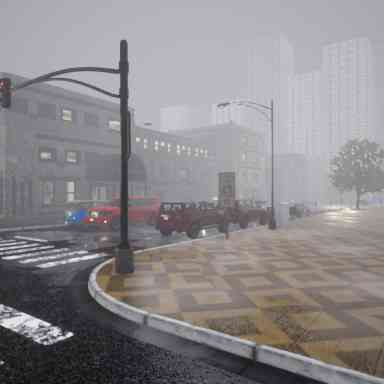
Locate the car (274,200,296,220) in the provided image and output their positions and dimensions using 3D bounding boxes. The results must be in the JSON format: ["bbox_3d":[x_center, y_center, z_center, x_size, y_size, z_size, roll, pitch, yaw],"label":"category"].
[{"bbox_3d":[6.531,1.616,26.810,1.887,1.381,4.507,-1,-1,35],"label":"car"}]

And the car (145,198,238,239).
[{"bbox_3d":[0.137,1.350,17.801,2.192,1.841,5.009,-1,-1,35],"label":"car"}]

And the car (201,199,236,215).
[{"bbox_3d":[2.892,1.570,36.164,1.967,1.590,4.097,-1,-1,35],"label":"car"}]

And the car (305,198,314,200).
[{"bbox_3d":[22.072,1.815,63.194,2.008,1.369,4.403,-1,-1,35],"label":"car"}]

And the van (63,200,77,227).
[{"bbox_3d":[-6.699,1.414,22.648,1.690,1.788,3.998,-1,0,35],"label":"van"}]

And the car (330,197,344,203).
[{"bbox_3d":[34.858,1.915,81.214,2.008,1.369,4.403,-1,-1,35],"label":"car"}]

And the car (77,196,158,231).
[{"bbox_3d":[-4.246,1.285,21.626,2.150,2.045,5.566,0,0,35],"label":"car"}]

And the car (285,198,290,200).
[{"bbox_3d":[15.579,1.742,54.044,1.752,1.417,4.829,-1,-1,35],"label":"car"}]

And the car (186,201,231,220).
[{"bbox_3d":[1.592,1.622,29.835,1.812,1.442,4.674,0,0,36],"label":"car"}]

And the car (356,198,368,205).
[{"bbox_3d":[32.104,1.801,62.851,2.008,1.369,4.403,-1,-1,35],"label":"car"}]

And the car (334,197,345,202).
[{"bbox_3d":[38.055,1.936,85.719,1.887,1.381,4.507,-1,-1,35],"label":"car"}]

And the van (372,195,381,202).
[{"bbox_3d":[44.890,1.694,80.875,1.690,1.788,3.998,-1,-1,35],"label":"van"}]

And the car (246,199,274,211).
[{"bbox_3d":[9.285,1.722,45.172,2.008,1.369,4.403,-1,-1,35],"label":"car"}]

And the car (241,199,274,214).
[{"bbox_3d":[7.627,1.639,38.330,1.837,1.490,4.892,0,0,36],"label":"car"}]

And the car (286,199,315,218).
[{"bbox_3d":[9.728,1.657,31.315,1.947,1.339,4.313,-1,-1,35],"label":"car"}]

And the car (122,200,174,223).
[{"bbox_3d":[-3.502,1.531,27.152,1.967,1.590,4.097,-1,-1,35],"label":"car"}]

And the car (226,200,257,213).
[{"bbox_3d":[6.088,1.701,40.667,2.008,1.369,4.403,-1,-1,35],"label":"car"}]

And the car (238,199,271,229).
[{"bbox_3d":[3.333,1.368,22.306,2.192,1.841,5.009,-1,-1,35],"label":"car"}]
